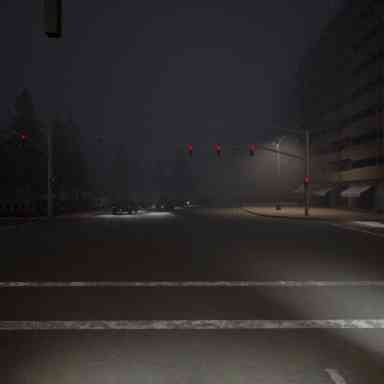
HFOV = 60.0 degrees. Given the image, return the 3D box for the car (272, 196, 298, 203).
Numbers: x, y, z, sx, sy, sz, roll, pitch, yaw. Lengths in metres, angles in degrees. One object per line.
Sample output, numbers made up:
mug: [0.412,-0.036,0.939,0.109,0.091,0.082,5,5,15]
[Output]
car: [18.502,1.478,67.553,5.008,1.535,1.882,0,0,-33]

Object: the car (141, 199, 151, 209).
car: [-6.410,1.601,44.129,1.895,1.301,4.718,0,0,6]

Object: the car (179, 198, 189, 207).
car: [-1.905,1.547,50.363,2.033,1.411,5.357,0,0,15]

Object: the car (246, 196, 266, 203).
car: [13.138,1.477,68.040,5.008,1.535,1.882,0,0,-41]

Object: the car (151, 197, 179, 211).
car: [-3.219,1.491,40.634,2.128,1.511,4.902,0,0,4]

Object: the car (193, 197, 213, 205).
car: [1.987,1.601,59.591,1.895,1.301,4.718,0,0,31]

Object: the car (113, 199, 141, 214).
car: [-6.955,1.526,35.051,1.812,1.442,4.674,0,0,2]

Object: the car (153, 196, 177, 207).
car: [-4.283,1.491,53.972,2.128,1.511,4.902,0,0,20]
